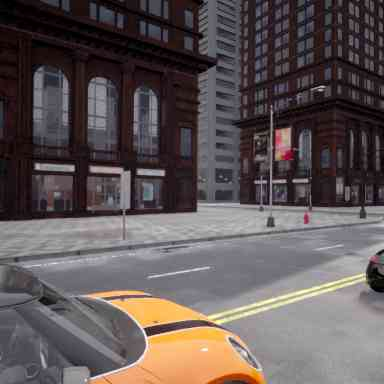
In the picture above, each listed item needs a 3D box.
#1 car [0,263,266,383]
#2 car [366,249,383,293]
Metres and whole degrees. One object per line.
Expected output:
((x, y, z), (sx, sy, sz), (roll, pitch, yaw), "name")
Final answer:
((-1.550, 1.352, 2.334), (4.553, 1.767, 2.097), (0, 0, -36), "car")
((5.877, 1.576, 7.654), (4.181, 1.385, 1.994), (0, 0, -35), "car")
